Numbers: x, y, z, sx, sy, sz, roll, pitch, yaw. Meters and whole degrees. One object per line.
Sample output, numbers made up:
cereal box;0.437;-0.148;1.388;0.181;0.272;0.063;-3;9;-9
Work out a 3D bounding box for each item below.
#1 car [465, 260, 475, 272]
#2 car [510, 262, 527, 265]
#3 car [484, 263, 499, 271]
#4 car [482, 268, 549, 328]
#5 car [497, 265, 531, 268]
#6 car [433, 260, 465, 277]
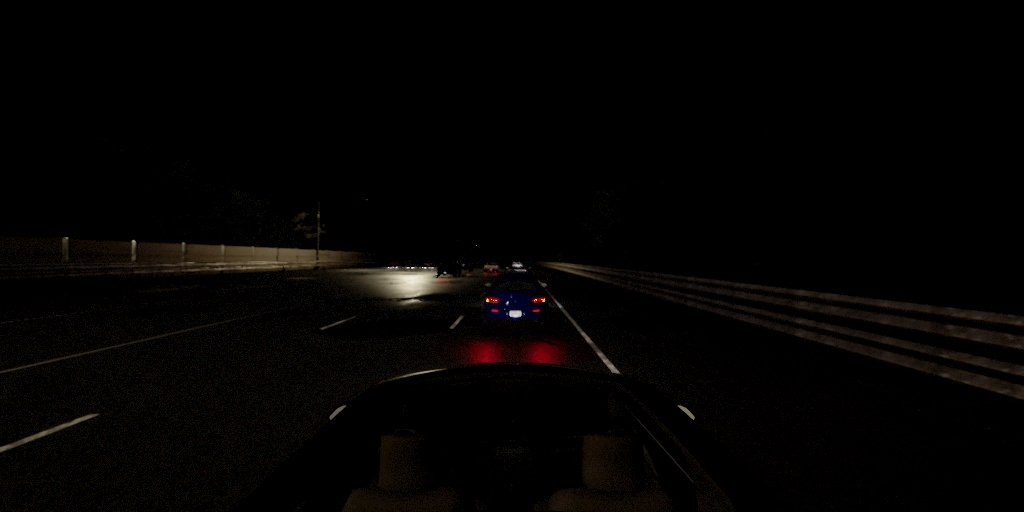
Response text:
car;-6.318;1.281;48.699;2.097;1.767;4.553;0;-1;0
car;0.525;1.317;29.738;2.128;1.511;4.902;0;0;1
car;-2.804;1.569;50.407;1.895;1.301;4.718;0;-1;0
car;0.122;1.268;11.179;1.812;1.442;4.674;0;0;1
car;0.287;1.374;21.272;1.895;1.301;4.718;0;0;1
car;-6.389;1.344;36.735;1.837;1.490;4.892;0;0;1
